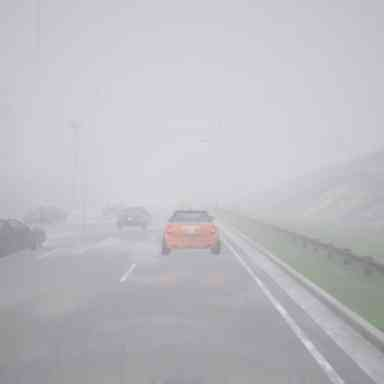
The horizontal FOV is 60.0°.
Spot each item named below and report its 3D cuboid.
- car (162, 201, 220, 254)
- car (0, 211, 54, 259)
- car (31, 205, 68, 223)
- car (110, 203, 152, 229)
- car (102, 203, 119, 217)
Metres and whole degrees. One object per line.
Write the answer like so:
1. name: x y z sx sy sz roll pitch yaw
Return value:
1. car: -0.081 1.426 14.006 2.097 1.767 4.553 0 0 -1
2. car: -7.004 1.613 11.617 2.033 1.411 5.357 0 0 -1
3. car: -10.925 1.702 25.210 1.994 1.385 4.181 0 0 -2
4. car: -3.815 1.668 22.433 2.033 1.411 5.357 0 0 -2
5. car: -7.725 1.784 33.990 1.895 1.301 4.718 0 0 -2
